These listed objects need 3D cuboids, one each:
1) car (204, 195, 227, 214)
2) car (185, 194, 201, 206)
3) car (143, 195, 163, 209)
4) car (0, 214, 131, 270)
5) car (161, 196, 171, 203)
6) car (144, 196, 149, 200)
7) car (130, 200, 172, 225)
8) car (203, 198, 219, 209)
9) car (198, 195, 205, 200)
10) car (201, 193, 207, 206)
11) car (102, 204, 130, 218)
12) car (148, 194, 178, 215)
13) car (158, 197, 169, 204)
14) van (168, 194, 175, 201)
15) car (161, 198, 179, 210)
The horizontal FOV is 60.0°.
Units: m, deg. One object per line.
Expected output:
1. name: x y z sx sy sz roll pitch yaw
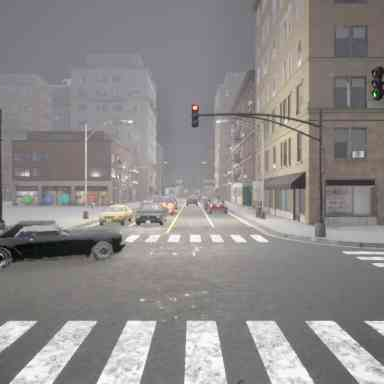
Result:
1. car: 2.648 1.441 35.374 1.967 1.590 4.097 0 0 0
2. car: 0.018 1.508 53.993 1.837 1.490 4.892 0 0 0
3. car: -5.373 1.317 46.701 2.192 1.841 5.009 0 0 0
4. car: -4.629 1.586 10.822 4.718 1.301 1.895 0 0 -25
5. car: -5.365 1.530 69.179 1.752 1.417 4.829 0 0 0
6. car: -5.375 1.552 41.039 2.008 1.369 4.403 0 0 0
7. car: -2.841 1.548 24.166 2.033 1.411 5.357 0 0 0
8. car: 2.652 1.568 46.698 1.947 1.339 4.313 0 0 0
9. car: 2.668 1.575 91.993 1.947 1.339 4.313 0 0 0
10. car: 2.650 1.317 41.036 2.192 1.841 5.009 0 0 0
11. car: -5.381 1.526 23.883 1.752 1.417 4.829 0 0 0
12. car: -2.841 1.353 33.814 2.097 1.767 4.553 0 0 0
13. car: -5.367 1.586 63.687 1.802 1.307 4.206 0 0 0
14. van: -5.359 1.349 86.334 1.690 1.788 3.998 0 0 0
15. car: -2.831 1.550 44.222 2.033 1.411 5.357 0 0 0
